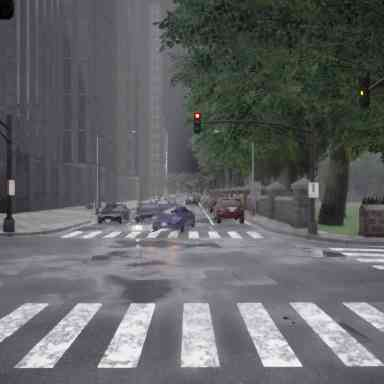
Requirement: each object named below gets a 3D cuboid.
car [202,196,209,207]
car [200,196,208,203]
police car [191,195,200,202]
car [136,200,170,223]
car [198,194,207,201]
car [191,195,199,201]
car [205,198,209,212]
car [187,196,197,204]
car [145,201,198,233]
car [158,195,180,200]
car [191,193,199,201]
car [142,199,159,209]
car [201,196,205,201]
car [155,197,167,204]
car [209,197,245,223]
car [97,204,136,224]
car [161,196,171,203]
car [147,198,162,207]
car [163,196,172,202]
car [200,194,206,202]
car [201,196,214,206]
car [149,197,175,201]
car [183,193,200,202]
[{"bbox_3d":[2.708,1.579,41.493,2.008,1.369,4.403,0,0,0],"label":"car"},{"bbox_3d":[2.664,1.593,74.403,1.752,1.417,4.829,0,0,0],"label":"car"},{"bbox_3d":[0.800,1.495,75.888,1.930,1.638,5.238,0,0,0],"label":"police car"},{"bbox_3d":[-3.134,1.559,25.623,2.033,1.411,5.357,0,0,0],"label":"car"},{"bbox_3d":[2.650,1.399,85.146,2.192,1.841,5.009,0,0,0],"label":"car"},{"bbox_3d":[0.786,1.592,85.778,1.837,1.490,4.892,0,0,0],"label":"car"},{"bbox_3d":[2.716,1.588,36.037,1.947,1.339,4.313,0,0,0],"label":"car"},{"bbox_3d":[-0.086,1.533,65.242,1.882,1.535,5.008,0,0,0],"label":"car"},{"bbox_3d":[-1.027,1.537,19.905,1.812,1.442,4.674,0,0,11],"label":"car"},{"bbox_3d":[-3.150,1.524,45.528,2.128,1.511,4.902,0,0,0],"label":"car"},{"bbox_3d":[0.779,1.320,91.808,2.150,2.045,5.566,0,0,0],"label":"car"},{"bbox_3d":[-5.824,1.616,46.932,1.802,1.307,4.206,0,0,0],"label":"car"},{"bbox_3d":[2.701,1.585,46.950,2.008,1.369,4.403,0,0,0],"label":"car"},{"bbox_3d":[-5.846,1.635,63.303,1.802,1.307,4.206,0,0,0],"label":"car"},{"bbox_3d":[2.730,1.326,25.125,2.192,1.841,5.009,0,0,0],"label":"car"},{"bbox_3d":[-5.795,1.576,25.104,1.947,1.339,4.313,0,0,0],"label":"car"},{"bbox_3d":[-5.861,1.612,74.217,1.887,1.381,4.507,0,0,0],"label":"car"},{"bbox_3d":[-5.831,1.622,52.389,1.802,1.307,4.206,0,0,0],"label":"car"},{"bbox_3d":[-5.868,1.620,79.674,1.887,1.381,4.507,0,0,0],"label":"car"},{"bbox_3d":[2.694,1.481,52.407,1.967,1.590,4.097,0,0,0],"label":"car"},{"bbox_3d":[2.686,1.487,57.863,1.967,1.590,4.097,0,0,0],"label":"car"},{"bbox_3d":[-3.132,1.547,35.261,1.812,1.442,4.674,0,0,0],"label":"car"},{"bbox_3d":[-0.021,1.396,55.188,2.097,1.767,4.553,0,0,0],"label":"car"}]
